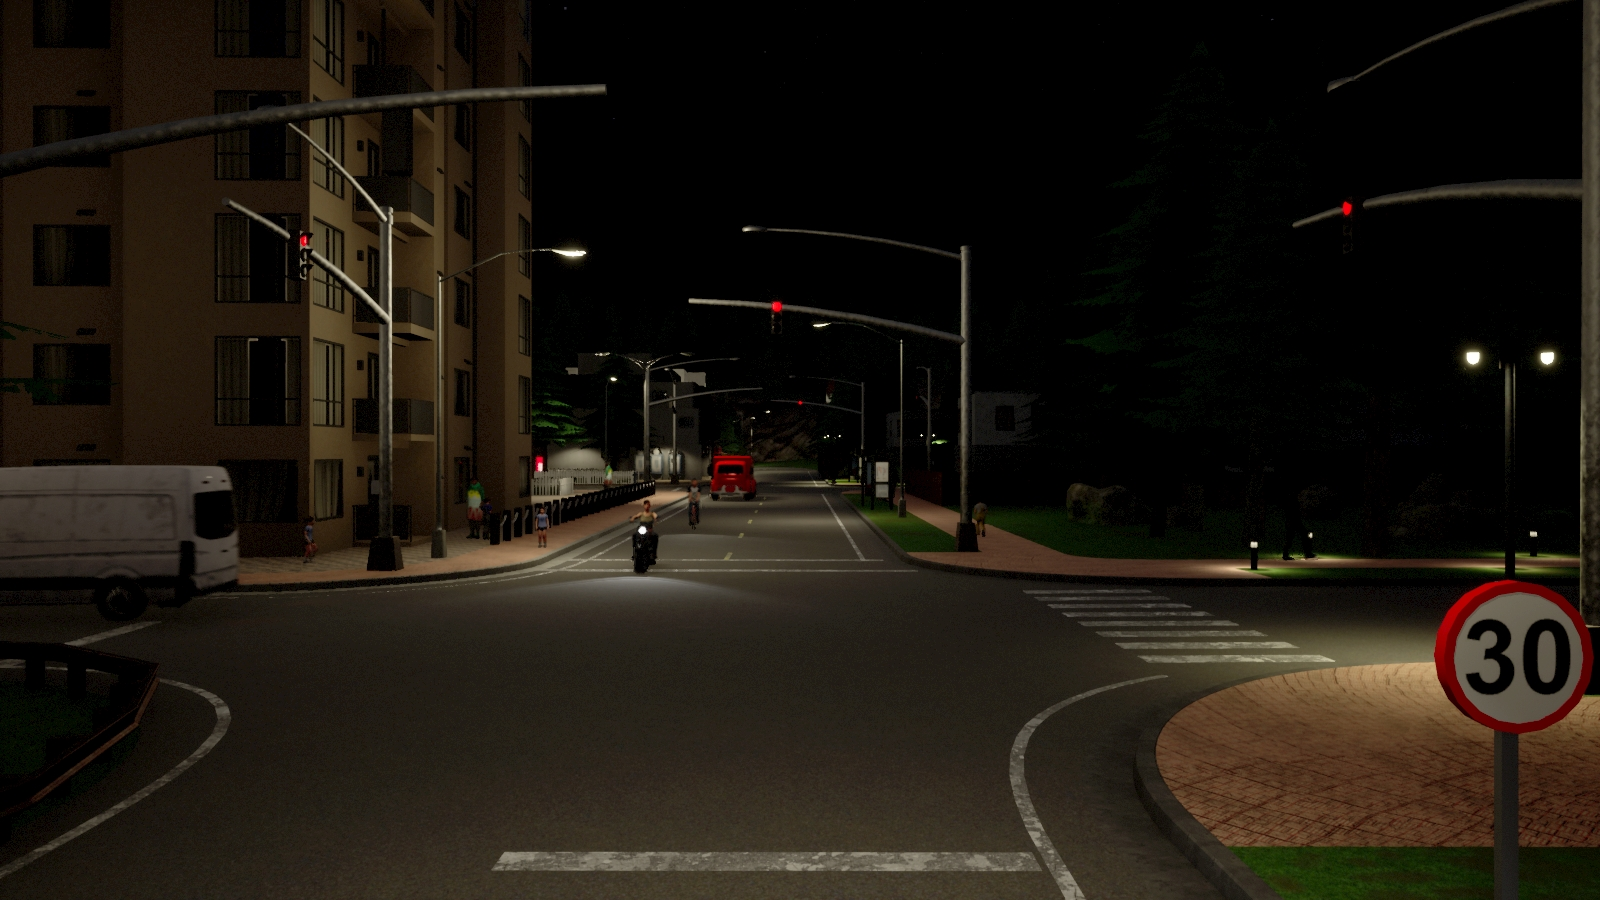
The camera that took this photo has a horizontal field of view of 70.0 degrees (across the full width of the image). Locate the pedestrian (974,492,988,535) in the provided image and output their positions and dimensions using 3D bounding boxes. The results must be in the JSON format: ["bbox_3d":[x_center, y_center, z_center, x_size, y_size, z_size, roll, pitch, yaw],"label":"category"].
[{"bbox_3d":[5.562,1.956,35.184,0.375,1.300,0.375,0,0,0],"label":"pedestrian"}]

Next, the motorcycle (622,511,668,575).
[{"bbox_3d":[-3.618,2.150,26.805,0.764,1.277,2.356,0,0,0],"label":"motorcycle"}]

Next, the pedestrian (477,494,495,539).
[{"bbox_3d":[-9.298,1.956,33.796,0.375,1.300,0.375,0,0,14],"label":"pedestrian"}]

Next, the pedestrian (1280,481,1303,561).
[{"bbox_3d":[11.568,1.665,26.908,0.375,1.860,0.375,0,0,-1],"label":"pedestrian"}]

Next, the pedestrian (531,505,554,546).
[{"bbox_3d":[-7.015,2.056,31.122,0.500,1.100,0.500,0,0,-1],"label":"pedestrian"}]

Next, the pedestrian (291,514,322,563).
[{"bbox_3d":[-11.539,2.057,26.722,0.500,1.100,0.500,0,0,0],"label":"pedestrian"}]

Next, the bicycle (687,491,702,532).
[{"bbox_3d":[-3.687,2.127,39.840,0.373,1.314,1.643,0,0,0],"label":"bicycle"}]

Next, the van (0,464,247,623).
[{"bbox_3d":[-12.944,1.531,19.596,5.915,2.561,1.988,0,0,-4],"label":"van"}]

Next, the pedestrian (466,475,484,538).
[{"bbox_3d":[-9.736,1.677,34.193,0.375,1.860,0.375,0,0,16],"label":"pedestrian"}]
